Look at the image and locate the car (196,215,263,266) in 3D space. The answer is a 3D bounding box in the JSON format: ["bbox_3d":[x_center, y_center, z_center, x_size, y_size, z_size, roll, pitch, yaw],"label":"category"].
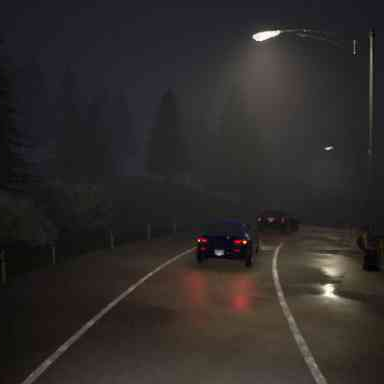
[{"bbox_3d":[1.434,1.718,12.293,1.812,1.442,4.674,0,-1,15],"label":"car"}]

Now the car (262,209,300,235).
[{"bbox_3d":[6.392,2.037,24.200,2.097,1.767,4.553,1,-3,31],"label":"car"}]
